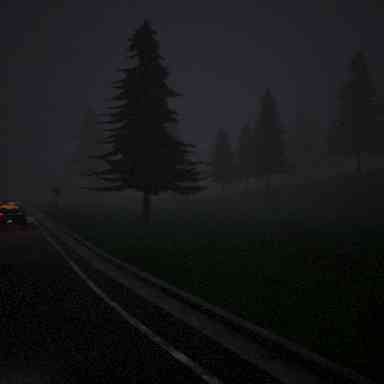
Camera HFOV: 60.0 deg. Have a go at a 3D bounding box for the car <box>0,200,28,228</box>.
[{"bbox_3d":[-11.751,1.503,21.461,2.128,1.511,4.902,-1,0,-29],"label":"car"}]
